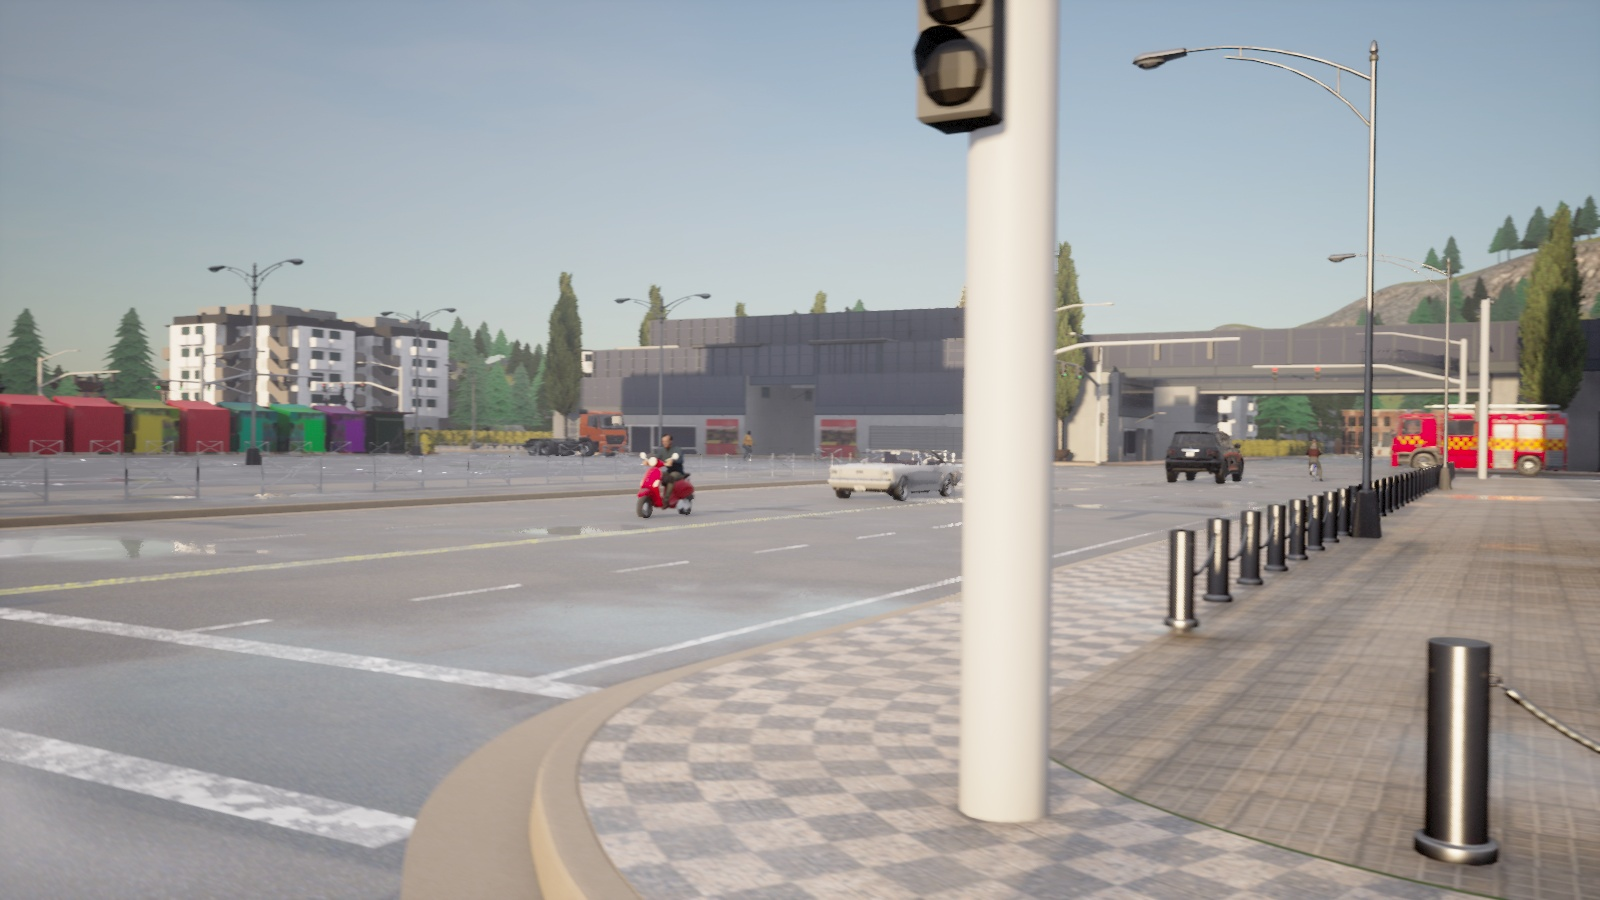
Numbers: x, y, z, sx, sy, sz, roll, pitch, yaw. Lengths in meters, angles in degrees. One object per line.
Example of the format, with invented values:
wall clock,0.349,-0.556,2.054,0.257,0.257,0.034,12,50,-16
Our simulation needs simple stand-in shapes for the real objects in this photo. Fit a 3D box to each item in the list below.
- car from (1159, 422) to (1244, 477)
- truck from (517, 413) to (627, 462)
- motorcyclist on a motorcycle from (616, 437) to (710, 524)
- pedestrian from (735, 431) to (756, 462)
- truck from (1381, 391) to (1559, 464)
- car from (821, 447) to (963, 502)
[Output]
car,16.010,-0.027,49.855,2.150,2.045,5.566,0,0,29
truck,-16.672,-0.913,91.621,7.936,3.462,2.891,0,1,31
motorcyclist on a motorcycle,-2.590,0.543,23.901,0.866,1.590,1.817,0,1,29
pedestrian,-3.235,-0.201,75.022,0.900,1.855,0.874,0,1,32
truck,36.610,-1.191,68.849,8.468,3.827,2.891,0,1,29
car,2.513,0.581,32.982,1.895,1.301,4.718,0,1,29
